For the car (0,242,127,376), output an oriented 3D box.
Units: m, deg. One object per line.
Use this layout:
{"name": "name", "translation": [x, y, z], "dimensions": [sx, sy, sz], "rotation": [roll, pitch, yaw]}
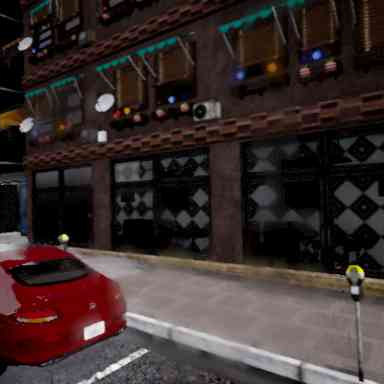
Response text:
{"name": "car", "translation": [-3.091, 1.581, 5.488], "dimensions": [4.674, 1.442, 1.812], "rotation": [-1, 0, 36]}
